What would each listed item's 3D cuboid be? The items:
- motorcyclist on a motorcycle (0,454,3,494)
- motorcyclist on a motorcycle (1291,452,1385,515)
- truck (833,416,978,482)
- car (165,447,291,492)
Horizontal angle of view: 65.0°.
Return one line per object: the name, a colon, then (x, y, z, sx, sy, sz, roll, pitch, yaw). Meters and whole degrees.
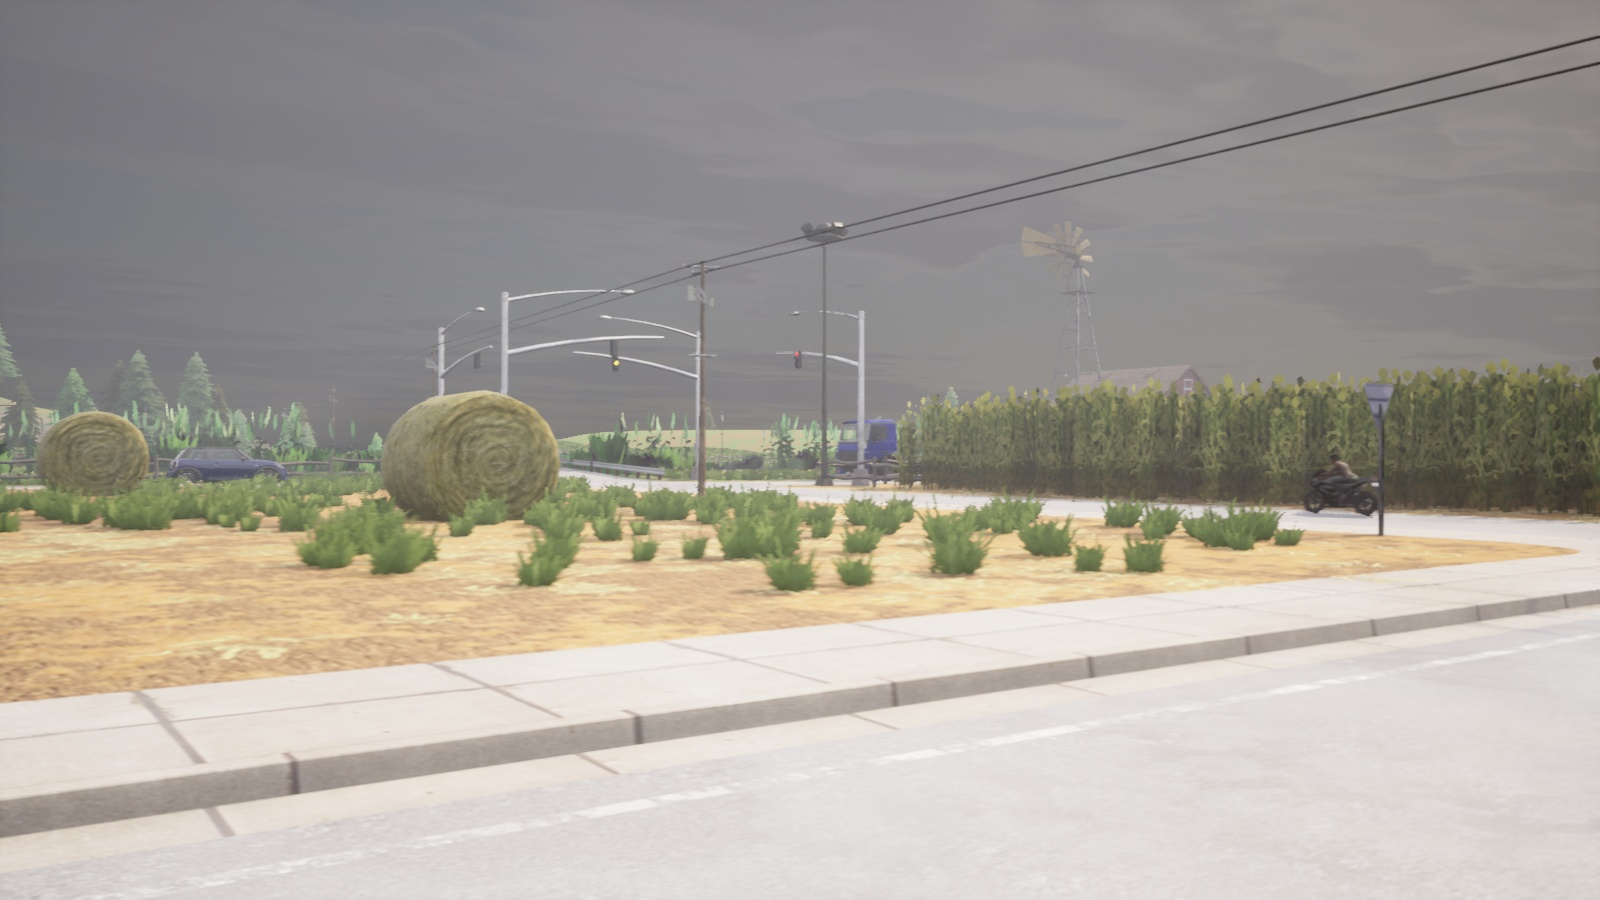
motorcyclist on a motorcycle: (-31.192, 0.900, 47.195, 2.044, 1.523, 0.797, 0, 0, -31)
motorcyclist on a motorcycle: (13.317, 0.802, 31.132, 0.797, 1.523, 2.044, 0, 0, -34)
truck: (5.918, -0.052, 69.780, 7.936, 3.462, 2.891, 0, 0, -34)
car: (-23.574, 0.772, 51.776, 4.553, 1.767, 2.097, 0, 0, -31)
